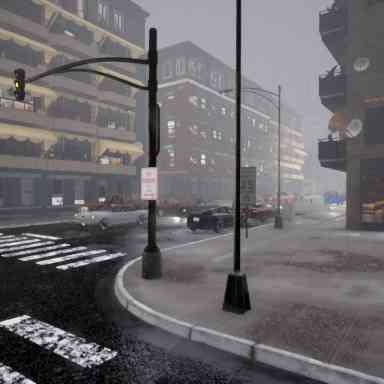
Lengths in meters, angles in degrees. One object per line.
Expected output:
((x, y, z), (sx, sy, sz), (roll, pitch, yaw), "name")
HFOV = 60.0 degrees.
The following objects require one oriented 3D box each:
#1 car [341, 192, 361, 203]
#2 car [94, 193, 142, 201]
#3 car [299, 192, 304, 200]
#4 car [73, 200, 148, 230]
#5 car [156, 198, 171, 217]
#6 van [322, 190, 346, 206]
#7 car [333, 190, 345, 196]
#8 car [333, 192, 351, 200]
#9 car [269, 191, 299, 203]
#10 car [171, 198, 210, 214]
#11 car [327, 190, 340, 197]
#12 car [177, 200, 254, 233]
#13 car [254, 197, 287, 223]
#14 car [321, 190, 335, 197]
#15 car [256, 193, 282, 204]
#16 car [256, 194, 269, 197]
((23.844, 0.763, 49.853), (1.887, 1.381, 4.507), (2, 2, 35), "car")
((-5.420, 1.031, 22.808), (2.192, 1.841, 5.009), (2, 2, 35), "car")
((17.012, 0.719, 54.707), (1.947, 1.339, 4.313), (2, 2, 35), "car")
((-4.549, 1.368, 19.565), (1.895, 1.301, 4.718), (1, 1, 35), "car")
((-2.217, 1.180, 27.370), (1.887, 1.381, 4.507), (2, 2, 35), "car")
((17.437, 0.721, 40.737), (1.690, 1.788, 3.998), (2, 2, 35), "van")
((36.243, 0.255, 82.044), (1.802, 1.307, 4.206), (2, 2, 35), "car")
((25.884, 0.695, 57.272), (1.895, 1.301, 4.718), (1, 1, 35), "car")
((11.502, 0.717, 42.328), (2.097, 1.767, 4.553), (1, 1, 36), "car")
((0.545, 1.203, 26.830), (1.994, 1.385, 4.181), (1, 1, 34), "car")
((33.038, 0.335, 77.488), (1.802, 1.307, 4.206), (2, 2, 35), "car")
((1.409, 1.348, 17.961), (1.947, 1.339, 4.313), (2, 2, 35), "car")
((4.614, 1.283, 22.517), (1.802, 1.307, 4.206), (2, 2, 35), "car")
((29.833, 0.378, 72.931), (1.887, 1.381, 4.507), (2, 2, 35), "car")
((10.603, 0.880, 45.594), (1.947, 1.339, 4.313), (2, 2, 35), "car")
((5.797, 1.012, 34.267), (1.837, 1.490, 4.892), (1, 1, 35), "car")
